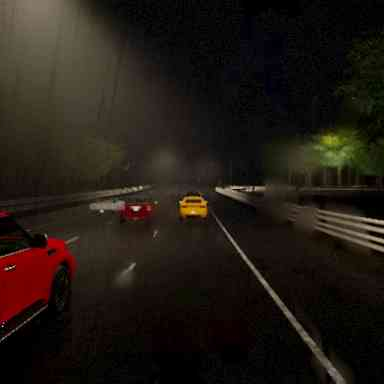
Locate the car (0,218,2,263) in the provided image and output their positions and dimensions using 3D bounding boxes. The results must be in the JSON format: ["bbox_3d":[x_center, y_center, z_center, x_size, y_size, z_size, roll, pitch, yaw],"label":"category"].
[{"bbox_3d":[-6.902,1.511,8.254,1.994,1.385,4.181,0,1,0],"label":"car"}]

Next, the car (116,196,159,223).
[{"bbox_3d":[-3.408,1.030,22.351,2.097,1.767,4.553,0,2,0],"label":"car"}]

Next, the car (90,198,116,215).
[{"bbox_3d":[-6.907,1.116,27.731,1.895,1.301,4.718,0,2,0],"label":"car"}]

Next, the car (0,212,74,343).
[{"bbox_3d":[-3.402,1.204,4.247,2.150,2.045,5.566,0,0,0],"label":"car"}]

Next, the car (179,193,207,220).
[{"bbox_3d":[0.092,1.099,24.346,1.882,1.535,5.008,0,2,0],"label":"car"}]
